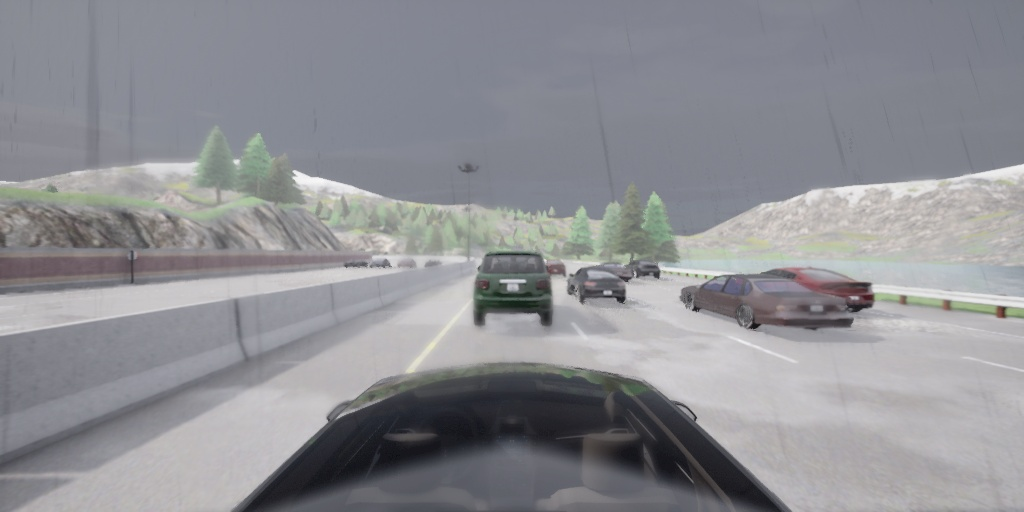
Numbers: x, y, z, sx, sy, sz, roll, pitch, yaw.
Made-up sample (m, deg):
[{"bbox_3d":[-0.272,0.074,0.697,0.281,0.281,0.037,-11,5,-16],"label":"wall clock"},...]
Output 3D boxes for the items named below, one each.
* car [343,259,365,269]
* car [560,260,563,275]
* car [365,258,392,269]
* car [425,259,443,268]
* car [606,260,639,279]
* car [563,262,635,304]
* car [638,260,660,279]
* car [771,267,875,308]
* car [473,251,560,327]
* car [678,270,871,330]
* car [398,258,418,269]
[{"bbox_3d":[-21.373,1.026,49.178,1.895,1.301,4.718,0,0,-3],"label":"car"},{"bbox_3d":[3.580,1.023,31.523,1.882,1.535,5.008,0,1,0],"label":"car"},{"bbox_3d":[-17.874,0.953,48.830,1.812,1.442,4.674,0,1,-3],"label":"car"},{"bbox_3d":[-10.915,1.018,50.201,1.895,1.301,4.718,0,0,-3],"label":"car"},{"bbox_3d":[7.044,1.132,25.799,2.033,1.411,5.357,0,0,1],"label":"car"},{"bbox_3d":[3.573,1.180,15.640,1.812,1.442,4.674,0,1,0],"label":"car"},{"bbox_3d":[10.570,1.065,29.574,1.837,1.490,4.892,0,1,0],"label":"car"},{"bbox_3d":[10.565,1.147,13.509,1.882,1.535,5.008,0,0,0],"label":"car"},{"bbox_3d":[0.048,0.896,11.455,2.150,2.045,5.566,0,-1,1],"label":"car"},{"bbox_3d":[7.043,1.235,10.773,2.033,1.411,5.357,0,0,1],"label":"car"},{"bbox_3d":[-14.402,0.948,49.546,1.812,1.442,4.674,0,1,-3],"label":"car"}]
